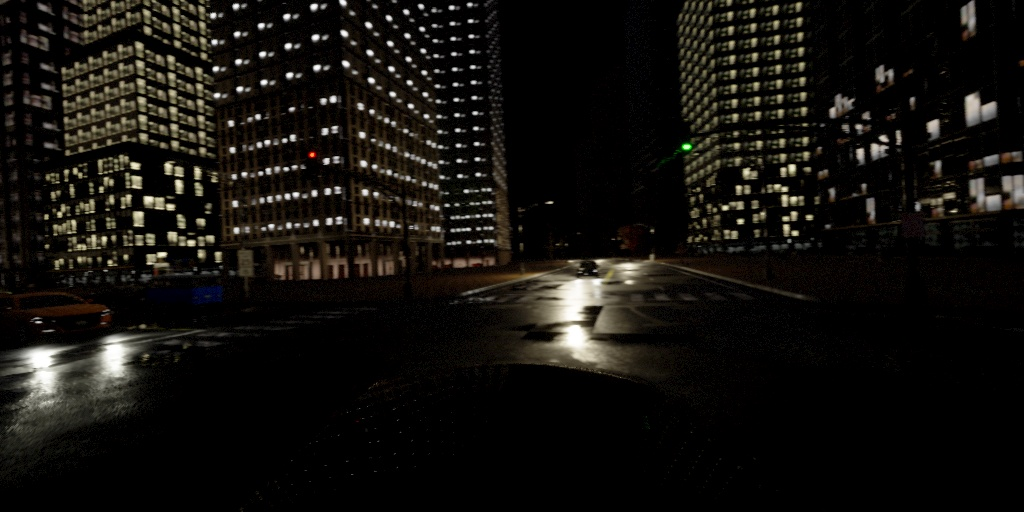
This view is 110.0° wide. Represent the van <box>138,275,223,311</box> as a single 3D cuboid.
[{"bbox_3d":[-17.419,1.927,19.071,3.998,1.789,1.690,0,0,19],"label":"van"}]

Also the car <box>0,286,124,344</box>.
[{"bbox_3d":[-16.428,2.018,12.493,5.008,1.535,1.882,-3,0,19],"label":"car"}]

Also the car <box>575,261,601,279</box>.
[{"bbox_3d":[6.797,1.197,31.815,1.837,1.490,4.892,-3,0,17],"label":"car"}]

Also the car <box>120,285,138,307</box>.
[{"bbox_3d":[-22.690,2.370,20.756,4.507,1.381,1.888,0,0,19],"label":"car"}]
